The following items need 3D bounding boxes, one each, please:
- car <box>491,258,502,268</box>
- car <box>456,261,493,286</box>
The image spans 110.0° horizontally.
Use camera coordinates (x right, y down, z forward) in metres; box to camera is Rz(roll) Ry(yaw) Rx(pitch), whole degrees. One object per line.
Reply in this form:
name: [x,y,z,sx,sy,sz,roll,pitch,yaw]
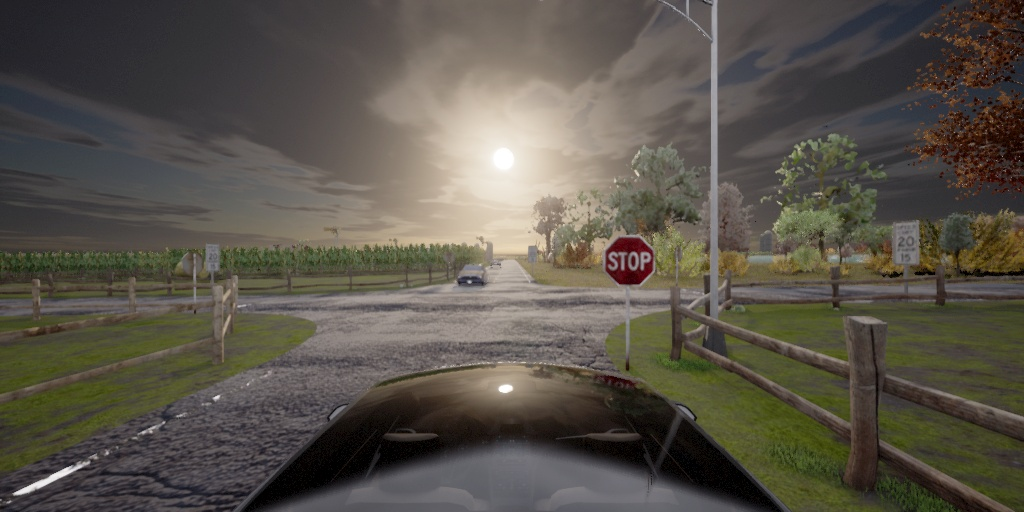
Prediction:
car: [-2.744,1.140,61.228,2.128,1.511,4.902,0,0,0]
car: [-2.754,1.306,25.915,2.033,1.411,5.357,0,0,0]
